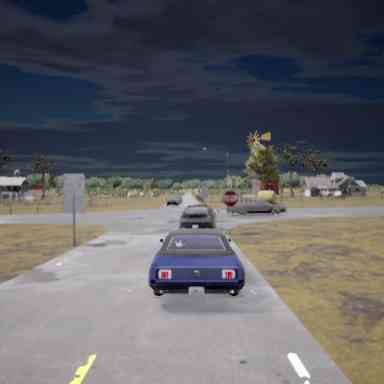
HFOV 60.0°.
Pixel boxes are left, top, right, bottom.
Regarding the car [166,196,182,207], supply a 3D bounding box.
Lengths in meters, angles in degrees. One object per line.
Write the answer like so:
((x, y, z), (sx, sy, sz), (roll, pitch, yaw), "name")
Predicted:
((-3.048, 1.609, 52.916), (1.895, 1.301, 4.718), (0, 0, -1), "car")

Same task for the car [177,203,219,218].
((0.446, 1.498, 19.276), (1.837, 1.490, 4.892), (0, 0, 6), "car")

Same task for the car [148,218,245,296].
((0.091, 1.596, 8.566), (1.895, 1.301, 4.718), (0, 0, 0), "car")

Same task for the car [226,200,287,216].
((5.844, 1.398, 30.375), (5.357, 1.411, 2.033), (-1, 1, 0), "car")

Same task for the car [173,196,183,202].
((-3.153, 1.593, 74.517), (1.994, 1.385, 4.181), (0, 0, 0), "car")

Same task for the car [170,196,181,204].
((-3.096, 1.528, 63.889), (1.837, 1.490, 4.892), (0, -1, 0), "car")
